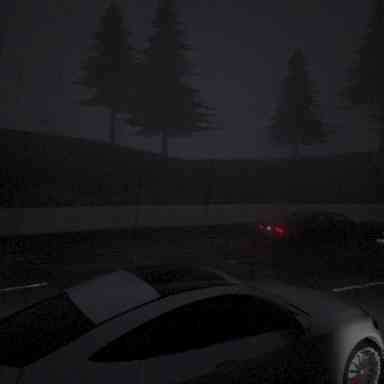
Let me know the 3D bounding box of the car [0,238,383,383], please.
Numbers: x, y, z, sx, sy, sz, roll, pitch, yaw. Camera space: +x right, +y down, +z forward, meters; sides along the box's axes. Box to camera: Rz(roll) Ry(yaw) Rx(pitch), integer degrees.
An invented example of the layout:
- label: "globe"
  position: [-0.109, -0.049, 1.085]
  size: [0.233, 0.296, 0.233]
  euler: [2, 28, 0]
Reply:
- label: "car"
  position: [0.028, 1.503, 3.413]
  size: [4.674, 1.442, 1.812]
  euler: [0, 0, -32]

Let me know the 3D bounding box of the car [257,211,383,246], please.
- label: "car"
  position: [5.415, 1.504, 13.984]
  size: [5.357, 1.411, 2.033]
  euler: [0, 0, -19]
